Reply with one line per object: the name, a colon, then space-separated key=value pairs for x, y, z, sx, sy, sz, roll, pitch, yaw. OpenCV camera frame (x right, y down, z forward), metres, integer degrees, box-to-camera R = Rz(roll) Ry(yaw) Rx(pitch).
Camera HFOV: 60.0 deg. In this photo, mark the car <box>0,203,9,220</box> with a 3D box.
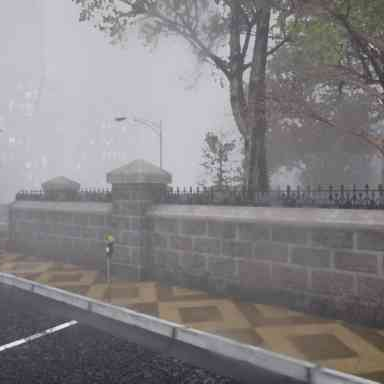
car: x=-16.405 y=1.690 z=27.433 sx=1.837 sy=1.490 sz=4.892 roll=0 pitch=0 yaw=35
